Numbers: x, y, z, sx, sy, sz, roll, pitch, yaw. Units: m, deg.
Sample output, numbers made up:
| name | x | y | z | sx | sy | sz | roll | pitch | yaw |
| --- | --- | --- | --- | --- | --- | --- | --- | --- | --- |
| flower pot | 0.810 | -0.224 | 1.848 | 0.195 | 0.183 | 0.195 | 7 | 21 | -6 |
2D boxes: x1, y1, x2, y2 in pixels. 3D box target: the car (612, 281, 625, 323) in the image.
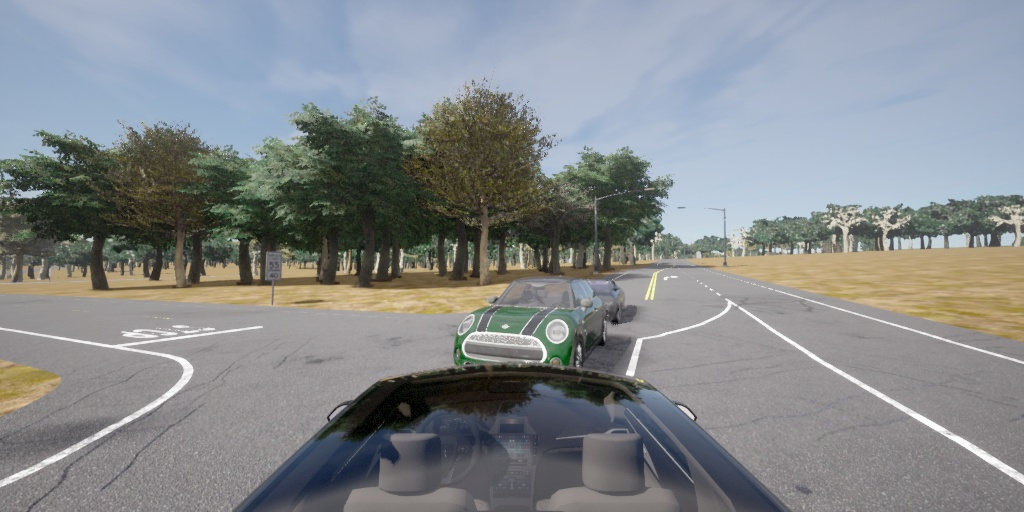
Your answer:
| name | x | y | z | sx | sy | sz | roll | pitch | yaw |
| --- | --- | --- | --- | --- | --- | --- | --- | --- | --- |
| car | 3.093 | 1.549 | 13.419 | 1.994 | 1.385 | 4.181 | -1 | 0 | 22 |

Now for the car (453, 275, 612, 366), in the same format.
| name | x | y | z | sx | sy | sz | roll | pitch | yaw |
| --- | --- | --- | --- | --- | --- | --- | --- | --- | --- |
| car | 0.668 | 1.223 | 7.505 | 2.097 | 1.767 | 4.553 | -1 | -2 | 22 |
